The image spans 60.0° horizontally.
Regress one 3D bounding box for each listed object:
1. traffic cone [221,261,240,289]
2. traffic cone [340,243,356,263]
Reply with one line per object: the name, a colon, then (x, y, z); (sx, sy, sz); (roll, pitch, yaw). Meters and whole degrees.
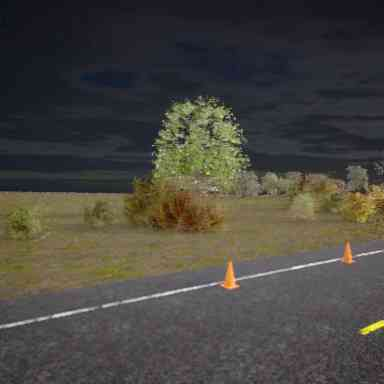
traffic cone: (0.911, 1.941, 7.896); (0.340, 0.580, 0.340); (0, 0, -35)
traffic cone: (5.045, 1.954, 10.762); (0.340, 0.580, 0.340); (0, 0, -34)
